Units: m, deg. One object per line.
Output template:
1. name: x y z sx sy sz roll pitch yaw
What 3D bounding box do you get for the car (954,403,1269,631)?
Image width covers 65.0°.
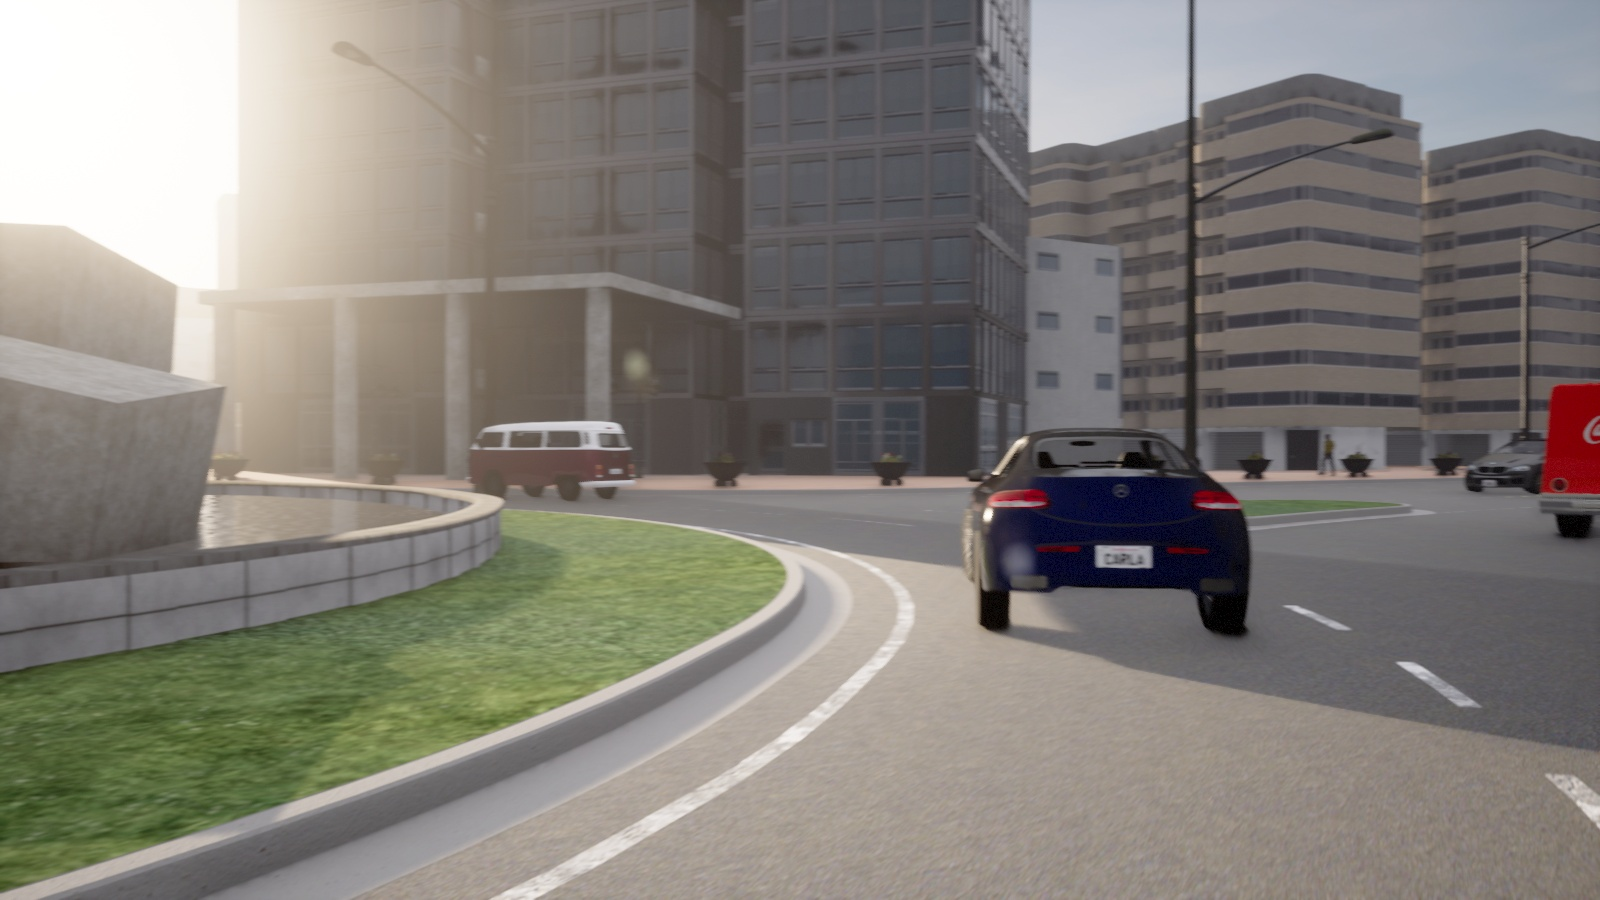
1. car: 2.576 0.469 11.704 2.152 1.651 5.027 0 0 6

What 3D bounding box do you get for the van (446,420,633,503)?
1. van: -6.823 0.261 32.791 4.480 2.038 2.069 0 0 28

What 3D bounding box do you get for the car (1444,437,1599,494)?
1. car: 22.551 0.456 39.141 4.611 1.667 2.242 0 0 -30

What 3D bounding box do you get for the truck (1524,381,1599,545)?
1. truck: 14.149 0.197 20.566 5.204 2.467 2.627 0 0 -44

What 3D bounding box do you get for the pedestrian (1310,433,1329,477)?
1. pedestrian: 21.943 0.217 53.025 0.726 1.835 0.370 0 0 -29
